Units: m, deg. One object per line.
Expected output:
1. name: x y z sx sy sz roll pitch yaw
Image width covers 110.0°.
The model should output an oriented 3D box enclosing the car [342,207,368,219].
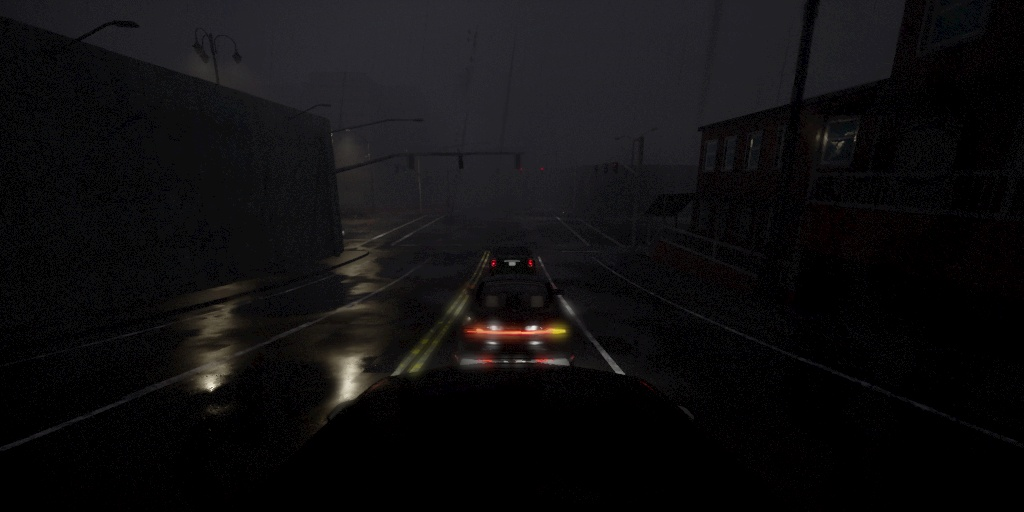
1. car: -21.198 -5.548 46.212 4.892 1.490 1.837 0 12 0

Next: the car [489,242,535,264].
1. car: 0.014 0.085 17.445 2.097 1.767 4.553 0 7 0

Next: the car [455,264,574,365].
1. car: 0.052 1.122 7.195 1.837 1.490 4.892 0 2 0

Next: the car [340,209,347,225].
1. car: -19.499 -3.412 35.721 4.553 1.767 2.097 0 12 0

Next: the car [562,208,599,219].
1. car: 8.825 -5.495 46.406 4.718 1.301 1.895 1 12 6
